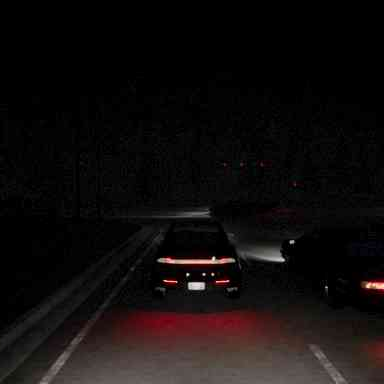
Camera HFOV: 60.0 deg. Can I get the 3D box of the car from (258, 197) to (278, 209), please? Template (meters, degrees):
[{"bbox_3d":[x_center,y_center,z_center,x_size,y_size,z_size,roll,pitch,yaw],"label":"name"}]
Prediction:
[{"bbox_3d":[8.014,1.477,40.802,5.008,1.535,1.882,0,0,1],"label":"car"}]

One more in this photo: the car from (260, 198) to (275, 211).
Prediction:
[{"bbox_3d":[6.412,1.601,37.316,4.718,1.301,1.895,0,0,1],"label":"car"}]

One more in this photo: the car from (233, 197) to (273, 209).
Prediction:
[{"bbox_3d":[8.044,1.477,44.302,5.008,1.535,1.882,0,0,1],"label":"car"}]

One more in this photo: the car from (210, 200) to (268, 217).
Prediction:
[{"bbox_3d":[4.124,1.601,30.337,4.718,1.301,1.895,0,0,1],"label":"car"}]

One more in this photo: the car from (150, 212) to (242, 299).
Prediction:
[{"bbox_3d":[0.099,1.492,8.457,2.128,1.511,4.902,0,0,0],"label":"car"}]

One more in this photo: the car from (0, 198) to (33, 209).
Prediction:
[{"bbox_3d":[-23.895,1.491,44.430,4.902,1.511,2.128,0,0,2],"label":"car"}]

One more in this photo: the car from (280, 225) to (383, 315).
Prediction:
[{"bbox_3d":[3.597,1.547,7.831,2.033,1.411,5.357,0,0,0],"label":"car"}]

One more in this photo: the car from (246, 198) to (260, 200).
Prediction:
[{"bbox_3d":[4.124,1.526,33.837,4.674,1.442,1.812,0,0,1],"label":"car"}]
